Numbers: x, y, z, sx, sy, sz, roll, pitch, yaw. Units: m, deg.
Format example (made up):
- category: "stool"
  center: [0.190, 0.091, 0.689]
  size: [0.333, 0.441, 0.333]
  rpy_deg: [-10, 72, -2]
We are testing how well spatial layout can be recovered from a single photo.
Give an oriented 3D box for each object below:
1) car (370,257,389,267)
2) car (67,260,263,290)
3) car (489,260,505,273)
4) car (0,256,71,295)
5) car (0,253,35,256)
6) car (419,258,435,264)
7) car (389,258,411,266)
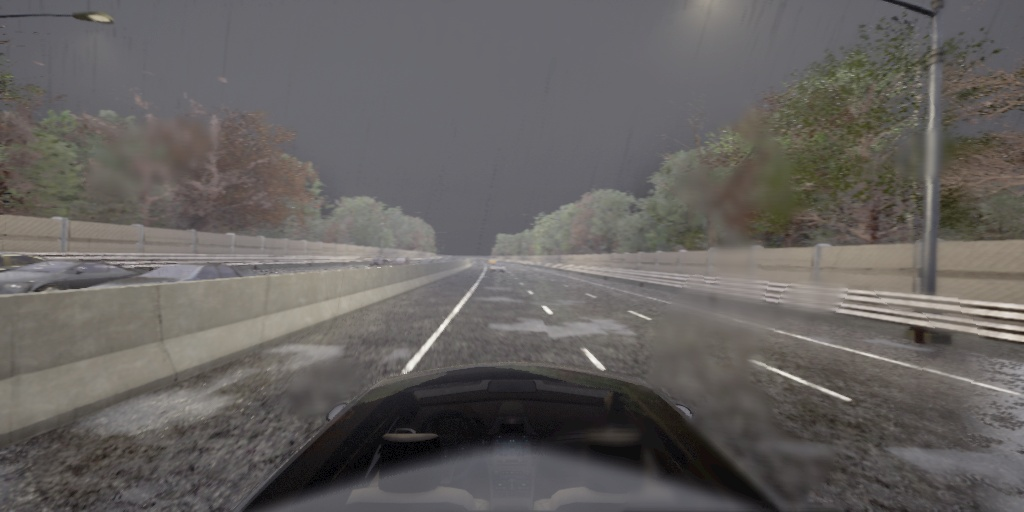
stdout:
- category: "car"
  center: [-19.876, 0.906, 53.998]
  size: [1.994, 1.385, 4.181]
  rpy_deg: [2, 0, -3]
- category: "car"
  center: [-10.854, 0.946, 12.255]
  size: [2.033, 1.411, 5.357]
  rpy_deg: [2, 0, -2]
- category: "car"
  center: [-2.018, 1.623, 49.392]
  size: [1.895, 1.301, 4.718]
  rpy_deg: [2, 0, -3]
- category: "car"
  center: [-14.324, 0.820, 11.539]
  size: [1.994, 1.385, 4.181]
  rpy_deg: [2, 0, -2]
- category: "car"
  center: [-17.838, 0.625, 11.907]
  size: [1.837, 1.490, 4.892]
  rpy_deg: [2, 0, -2]
- category: "car"
  center: [-12.903, 1.127, 54.496]
  size: [1.837, 1.490, 4.892]
  rpy_deg: [2, 0, -3]
- category: "car"
  center: [-16.327, 1.005, 53.234]
  size: [1.812, 1.442, 4.674]
  rpy_deg: [2, 0, -3]
